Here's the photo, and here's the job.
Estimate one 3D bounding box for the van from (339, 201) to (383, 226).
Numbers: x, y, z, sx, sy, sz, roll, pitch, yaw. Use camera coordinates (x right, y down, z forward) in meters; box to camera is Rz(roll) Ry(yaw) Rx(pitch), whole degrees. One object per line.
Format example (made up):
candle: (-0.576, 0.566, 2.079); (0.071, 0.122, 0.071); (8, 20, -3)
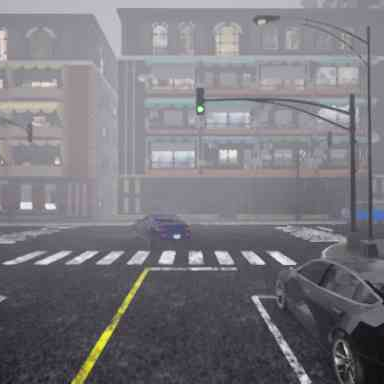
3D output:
van: (13.077, 1.546, 24.576); (3.998, 1.788, 1.690); (0, -1, 0)

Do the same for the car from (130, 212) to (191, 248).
car: (-1.550, 1.691, 15.851); (1.812, 1.442, 4.674); (1, -1, -24)

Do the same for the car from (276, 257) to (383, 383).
car: (2.572, 1.619, 4.998); (1.947, 1.339, 4.313); (1, -1, 0)
